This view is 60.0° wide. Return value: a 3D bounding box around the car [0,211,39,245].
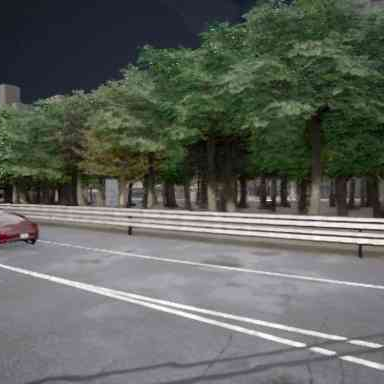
[{"bbox_3d":[-8.351,1.532,14.166,4.674,1.442,1.812,0,0,35],"label":"car"}]
